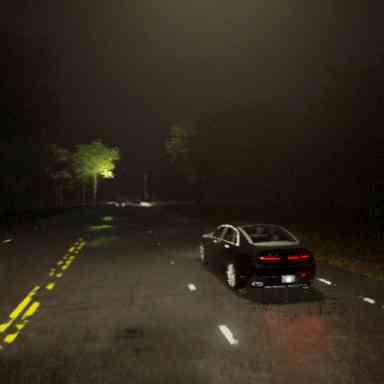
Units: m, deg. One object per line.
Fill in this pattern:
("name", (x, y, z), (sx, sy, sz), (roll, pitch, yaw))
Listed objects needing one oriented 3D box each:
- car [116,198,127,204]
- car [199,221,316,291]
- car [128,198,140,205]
("car", (-18.017, 2.257, 83.931), (1.812, 1.442, 4.674), (0, -1, -12))
("car", (1.524, 1.590, 9.349), (1.837, 1.490, 4.892), (0, 0, -12))
("car", (-13.202, 2.195, 78.155), (2.128, 1.511, 4.902), (0, -1, -12))
